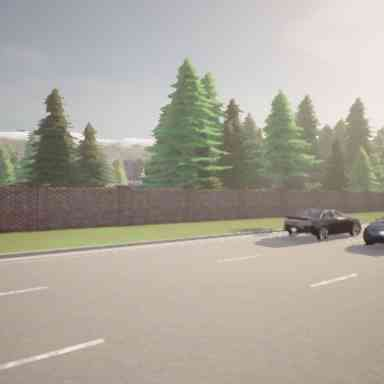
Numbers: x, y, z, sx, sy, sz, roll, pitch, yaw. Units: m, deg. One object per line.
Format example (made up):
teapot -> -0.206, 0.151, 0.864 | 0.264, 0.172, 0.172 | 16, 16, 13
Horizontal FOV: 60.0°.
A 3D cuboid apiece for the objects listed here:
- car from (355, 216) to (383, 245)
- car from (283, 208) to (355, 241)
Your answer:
car -> 9.477, 1.668, 14.822 | 4.181, 1.385, 1.994 | 0, 0, -35
car -> 6.831, 1.591, 17.236 | 4.902, 1.511, 2.128 | 0, 0, -35
